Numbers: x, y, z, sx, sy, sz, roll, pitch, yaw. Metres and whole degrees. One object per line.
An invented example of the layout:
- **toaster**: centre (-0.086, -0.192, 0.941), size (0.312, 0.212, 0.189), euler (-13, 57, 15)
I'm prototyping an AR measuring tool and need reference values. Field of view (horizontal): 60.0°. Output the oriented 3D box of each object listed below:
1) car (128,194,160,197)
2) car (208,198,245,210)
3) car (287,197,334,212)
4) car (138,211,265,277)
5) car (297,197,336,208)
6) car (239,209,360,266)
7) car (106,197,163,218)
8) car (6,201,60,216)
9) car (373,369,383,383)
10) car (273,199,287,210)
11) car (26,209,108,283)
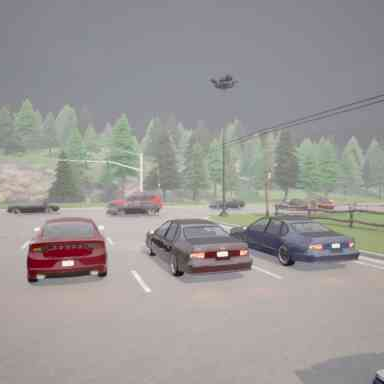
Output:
- **car**: centre (-5.722, 1.222, 34.163), size (5.566, 2.045, 2.150), euler (0, 0, -25)
- **car**: centre (4.405, 1.492, 42.305), size (4.902, 1.511, 2.128), euler (0, 0, -21)
- **car**: centre (13.830, 1.352, 38.305), size (4.553, 1.767, 2.097), euler (0, 0, -19)
- **car**: centre (-0.105, 1.547, 10.403), size (2.033, 1.411, 5.357), euler (0, 0, -20)
- **car**: centre (17.595, 1.477, 47.018), size (5.008, 1.535, 1.882), euler (0, 0, -19)
- **car**: centre (3.172, 1.547, 11.644), size (2.033, 1.411, 5.357), euler (0, 0, -20)
- **car**: centre (-5.332, 1.491, 30.449), size (4.902, 1.511, 2.128), euler (0, 0, -26)
- **car**: centre (-15.715, 1.601, 32.915), size (4.718, 1.301, 1.895), euler (0, 0, -29)
- **car**: centre (3.236, 1.601, 1.214), size (1.895, 1.301, 4.718), euler (0, 0, -20)
- **car**: centre (12.405, 1.526, 41.494), size (4.674, 1.442, 1.812), euler (0, 0, -20)
- **car**: centre (-3.648, 1.478, 9.932), size (1.882, 1.535, 5.008), euler (0, 0, -19)
